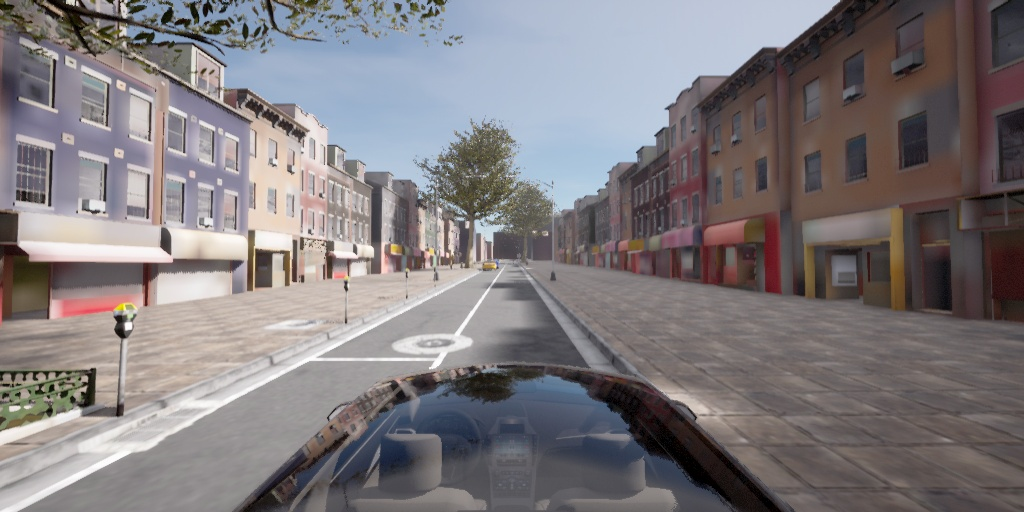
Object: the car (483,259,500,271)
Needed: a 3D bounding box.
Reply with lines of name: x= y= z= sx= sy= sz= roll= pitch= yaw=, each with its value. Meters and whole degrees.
car: x=-3.026 y=1.199 z=49.446 sx=1.801 sy=1.575 sz=5.366 roll=0 pitch=0 yaw=0
